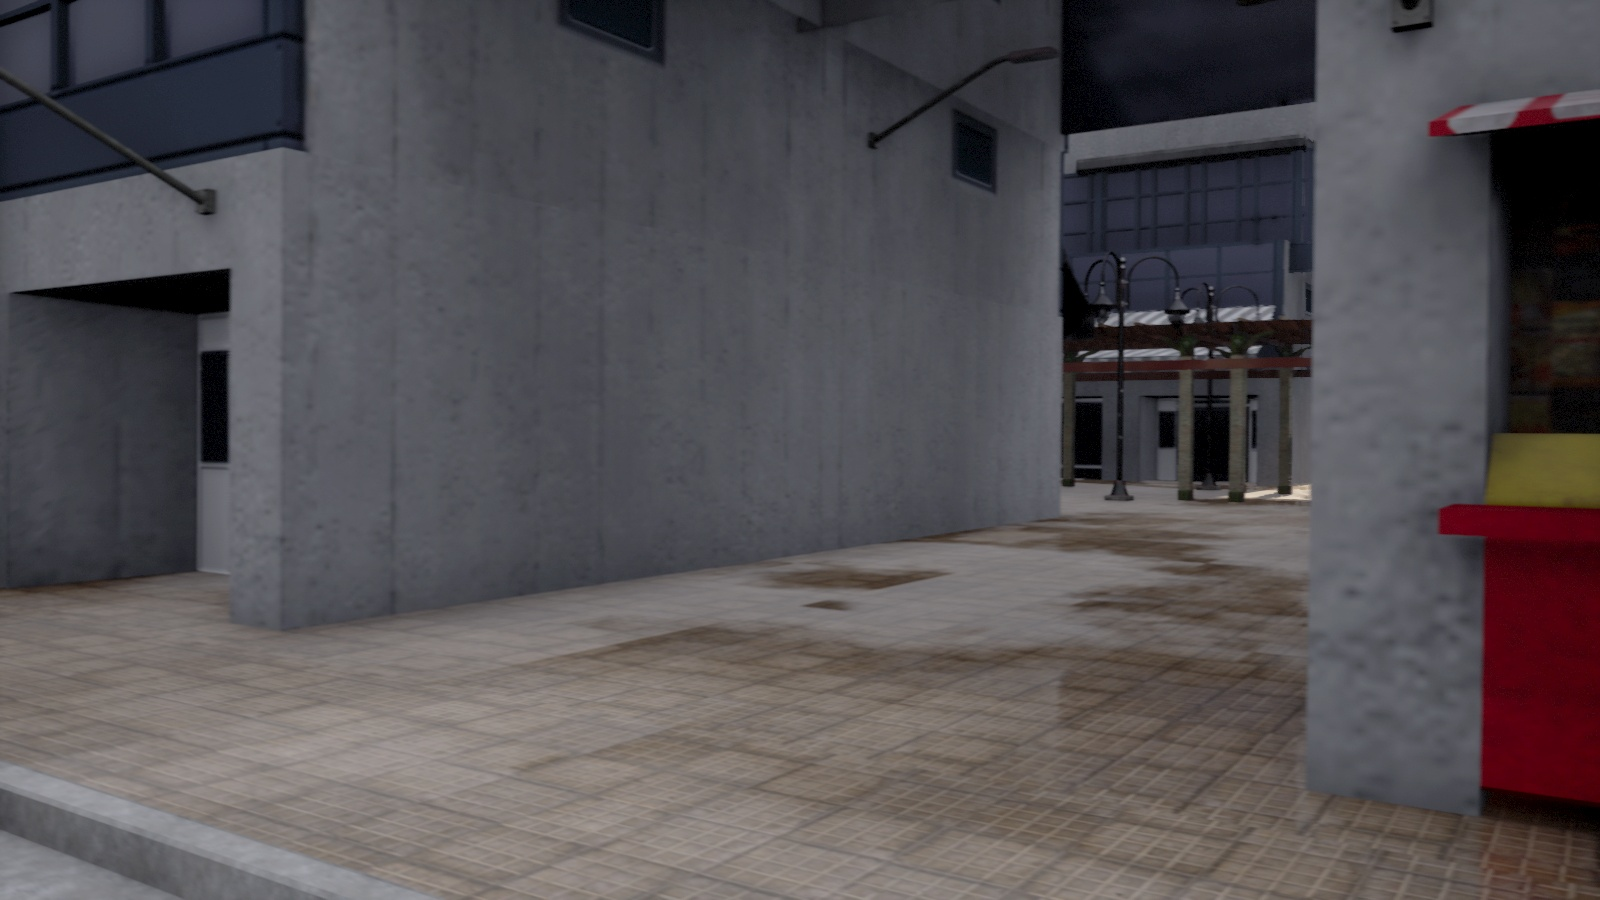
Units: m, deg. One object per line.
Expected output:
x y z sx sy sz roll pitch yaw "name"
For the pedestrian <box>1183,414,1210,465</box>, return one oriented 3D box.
14.958 -0.390 47.366 0.849 1.883 0.563 0 1 36 "pedestrian"
